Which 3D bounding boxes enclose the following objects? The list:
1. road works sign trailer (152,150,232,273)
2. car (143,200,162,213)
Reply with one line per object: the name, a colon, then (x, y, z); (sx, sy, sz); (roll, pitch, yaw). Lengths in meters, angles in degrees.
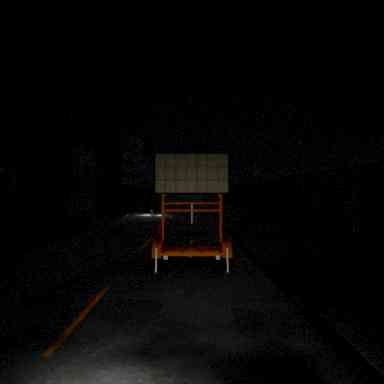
road works sign trailer: (-0.004, 0.464, 10.652); (2.380, 3.560, 2.880); (0, 0, 0)
car: (-4.113, 1.547, 36.525); (2.033, 1.411, 5.357); (0, 0, 0)
